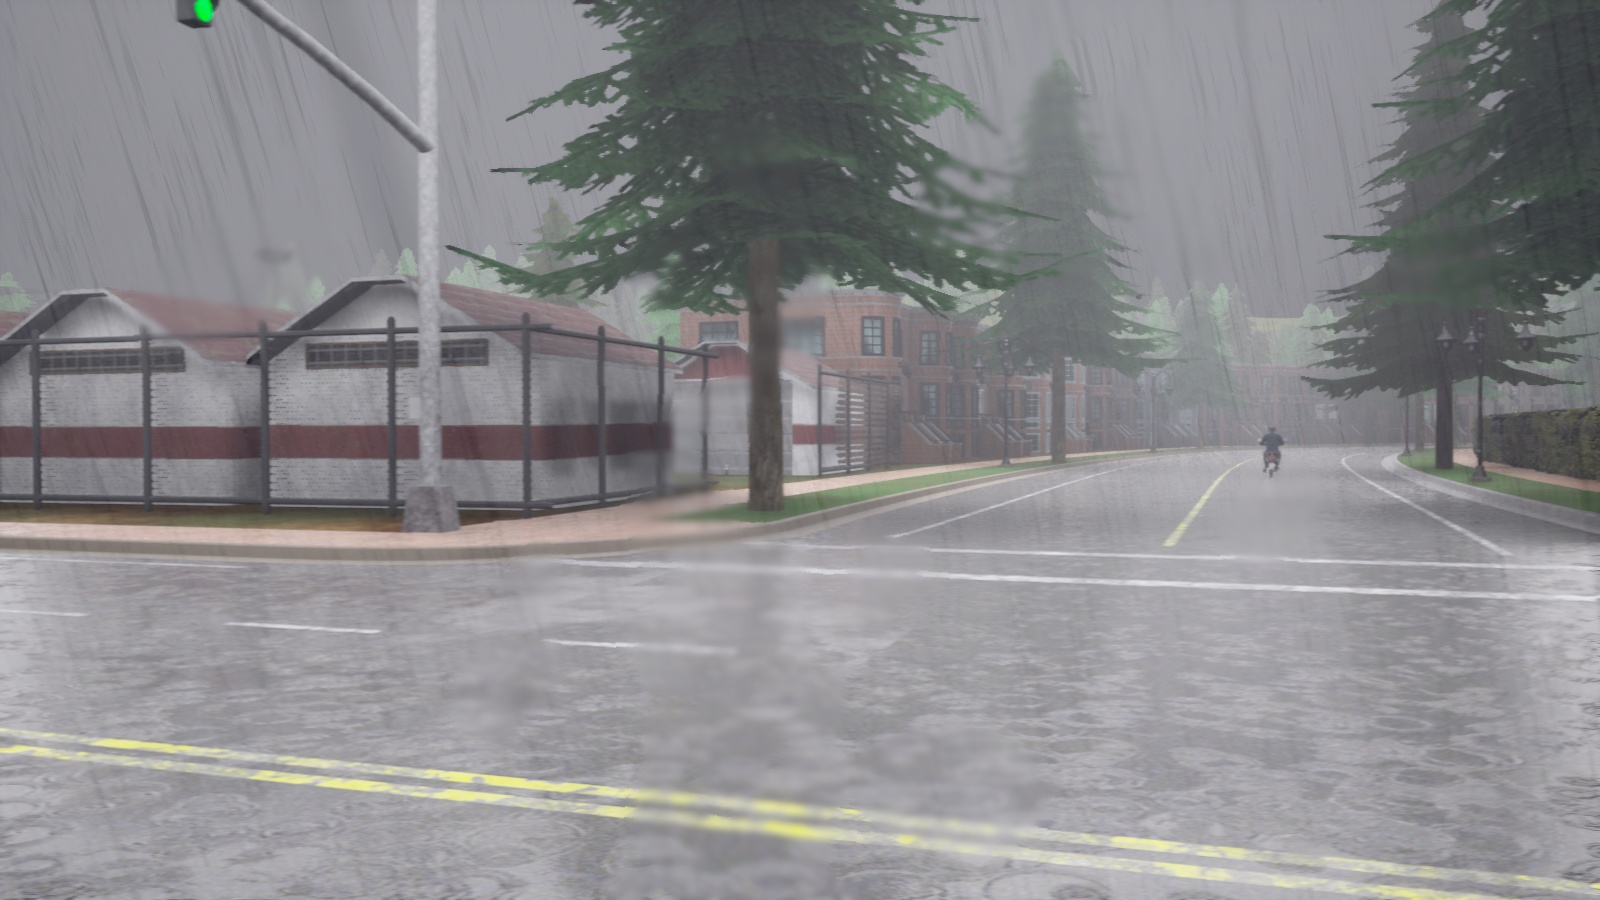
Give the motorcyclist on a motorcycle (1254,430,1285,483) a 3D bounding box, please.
[{"bbox_3d":[14.475,0.176,38.714,0.866,1.590,1.817,1,1,21],"label":"motorcyclist on a motorcycle"}]
